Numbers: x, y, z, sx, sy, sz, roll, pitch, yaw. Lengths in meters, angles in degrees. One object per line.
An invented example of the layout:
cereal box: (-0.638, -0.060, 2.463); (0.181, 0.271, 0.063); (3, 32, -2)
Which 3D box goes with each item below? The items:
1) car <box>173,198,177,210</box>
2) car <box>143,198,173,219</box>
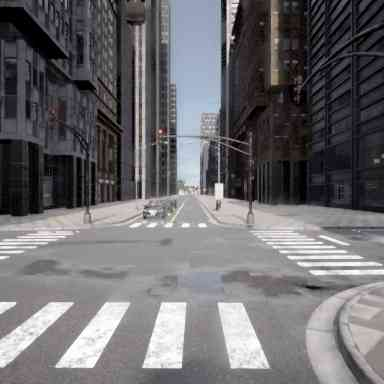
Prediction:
car: (-3.180, 1.578, 38.534); (1.994, 1.385, 4.181); (0, 0, 0)
car: (-3.164, 1.501, 29.401); (2.128, 1.511, 4.902); (0, 0, 0)
